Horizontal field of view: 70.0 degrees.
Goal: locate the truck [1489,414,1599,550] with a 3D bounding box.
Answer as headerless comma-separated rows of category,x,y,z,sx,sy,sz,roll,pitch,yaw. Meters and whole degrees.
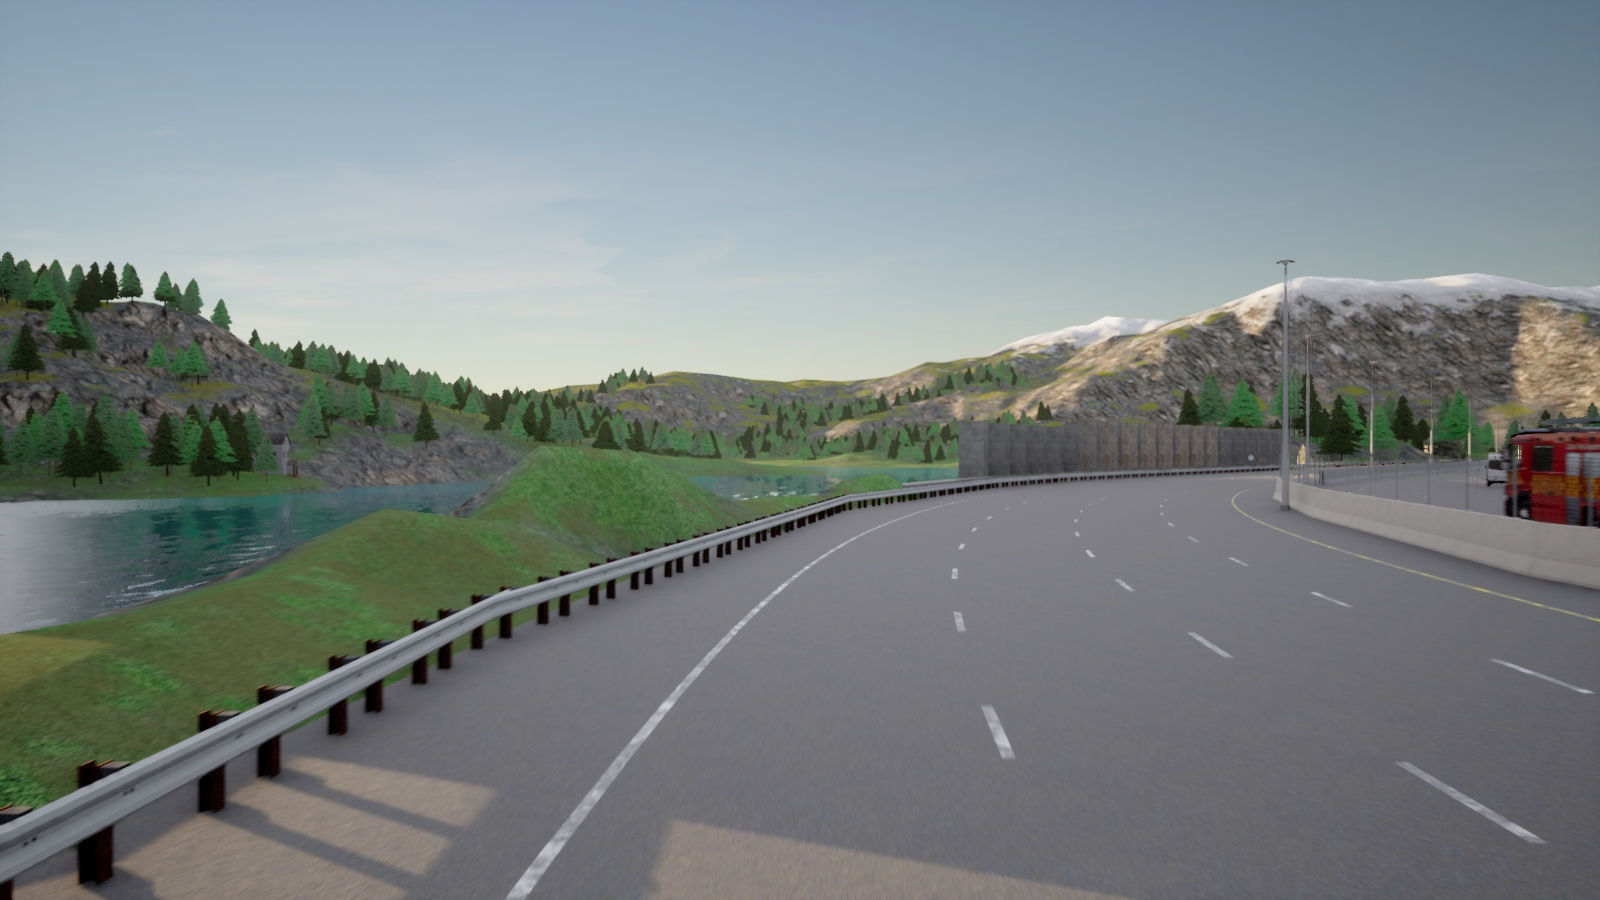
truck,24.821,0.908,35.839,2.891,3.827,8.468,0,0,12
